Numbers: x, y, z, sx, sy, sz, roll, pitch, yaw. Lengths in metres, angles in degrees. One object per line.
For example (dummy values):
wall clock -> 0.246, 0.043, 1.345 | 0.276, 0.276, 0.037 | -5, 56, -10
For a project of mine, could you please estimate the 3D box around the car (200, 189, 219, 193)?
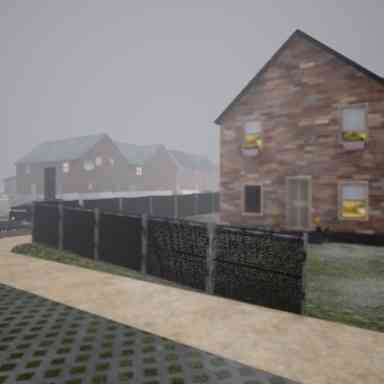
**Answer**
car -> 1.834, 0.464, 39.927 | 2.097, 1.767, 4.553 | 0, 1, 34

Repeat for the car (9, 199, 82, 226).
car -> -8.163, 1.137, 19.726 | 2.128, 1.511, 4.902 | 0, 1, 34
